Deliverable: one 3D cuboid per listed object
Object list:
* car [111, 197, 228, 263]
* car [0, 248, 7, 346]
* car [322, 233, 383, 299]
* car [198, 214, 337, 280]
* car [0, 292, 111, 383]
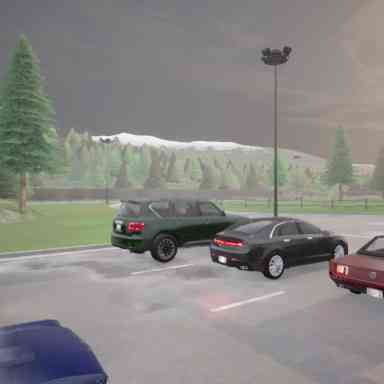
[{"bbox_3d":[-0.162,1.221,12.250,5.566,2.045,2.150,0,0,-35],"label":"car"},{"bbox_3d":[-5.213,1.601,4.331,4.718,1.301,1.895,0,0,-35],"label":"car"},{"bbox_3d":[5.236,1.601,7.487,4.718,1.301,1.895,0,0,-35],"label":"car"},{"bbox_3d":[2.774,1.505,10.036,4.892,1.490,1.837,0,0,-35],"label":"car"},{"bbox_3d":[-2.773,1.601,1.771,4.718,1.301,1.895,0,0,-35],"label":"car"}]
